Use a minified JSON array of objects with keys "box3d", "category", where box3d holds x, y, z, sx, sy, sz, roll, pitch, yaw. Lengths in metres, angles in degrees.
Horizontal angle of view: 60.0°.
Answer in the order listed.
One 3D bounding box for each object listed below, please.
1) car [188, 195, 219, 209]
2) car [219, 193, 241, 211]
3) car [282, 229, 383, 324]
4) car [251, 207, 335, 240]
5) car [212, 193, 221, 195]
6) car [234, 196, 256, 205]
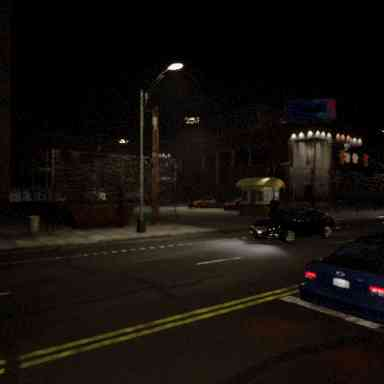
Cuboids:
[{"box3d":[1.426,1.464,45.557,4.193,1.474,1.816,0,0,-36],"category":"car"},{"box3d":[5.904,1.313,39.418,4.553,1.767,2.185,0,0,-36],"category":"car"},{"box3d":[4.519,1.564,6.978,5.357,1.411,2.033,0,0,-35],"category":"car"},{"box3d":[4.960,1.533,16.132,4.892,1.490,1.837,0,0,-35],"category":"car"},{"box3d":[6.997,1.492,66.625,4.786,1.482,2.161,0,0,-36],"category":"car"},{"box3d":[9.903,1.546,62.481,3.806,1.475,1.970,0,0,-36],"category":"car"}]
